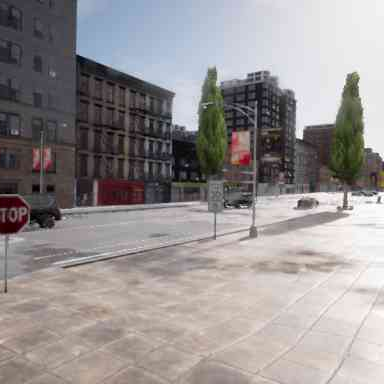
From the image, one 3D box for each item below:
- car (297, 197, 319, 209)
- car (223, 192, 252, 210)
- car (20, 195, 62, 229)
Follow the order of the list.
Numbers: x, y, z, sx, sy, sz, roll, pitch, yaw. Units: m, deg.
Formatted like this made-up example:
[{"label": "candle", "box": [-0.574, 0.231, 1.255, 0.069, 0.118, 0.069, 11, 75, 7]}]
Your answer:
[{"label": "car", "box": [16.180, 1.443, 46.091, 1.882, 1.535, 5.008, 2, 1, 35]}, {"label": "car", "box": [5.799, 1.104, 42.764, 2.150, 2.045, 5.566, 2, 1, 36]}, {"label": "car", "box": [-10.519, 1.236, 19.671, 2.150, 2.045, 5.566, 2, 1, 35]}]
